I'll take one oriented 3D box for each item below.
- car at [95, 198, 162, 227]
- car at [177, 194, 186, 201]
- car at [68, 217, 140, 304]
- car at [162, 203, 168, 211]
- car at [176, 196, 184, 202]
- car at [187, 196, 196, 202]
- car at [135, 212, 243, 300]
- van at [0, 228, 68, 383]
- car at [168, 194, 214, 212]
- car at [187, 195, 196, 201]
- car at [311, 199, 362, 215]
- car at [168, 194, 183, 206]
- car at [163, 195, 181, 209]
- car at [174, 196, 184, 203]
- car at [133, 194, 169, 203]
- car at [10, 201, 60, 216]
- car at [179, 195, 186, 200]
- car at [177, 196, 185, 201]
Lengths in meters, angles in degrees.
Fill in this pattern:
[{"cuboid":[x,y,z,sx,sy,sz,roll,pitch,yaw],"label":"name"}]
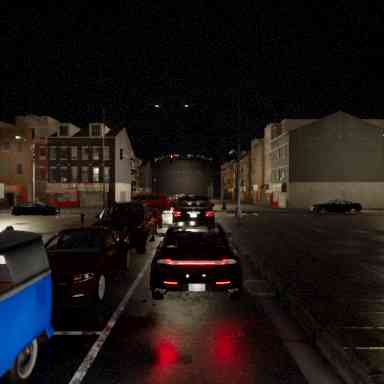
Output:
[{"cuboid":[-2.659,1.315,13.603,2.192,1.841,5.009,0,0,0],"label":"car"},{"cuboid":[-2.744,1.400,88.861,2.192,1.841,5.009,0,0,0],"label":"car"},{"cuboid":[-2.652,1.544,8.169,1.887,1.381,4.507,0,0,0],"label":"car"},{"cuboid":[-2.664,1.546,19.036,1.887,1.381,4.507,0,0,0],"label":"car"},{"cuboid":[-2.730,1.589,77.838,1.752,1.417,4.829,0,0,0],"label":"car"},{"cuboid":[-0.084,1.649,76.193,1.895,1.301,4.718,0,0,0],"label":"car"},{"cuboid":[0.089,1.491,8.364,2.128,1.511,4.902,0,0,0],"label":"car"},{"cuboid":[-2.647,1.341,2.735,1.690,1.788,3.998,0,0,0],"label":"van"},{"cuboid":[0.079,1.223,18.557,2.150,2.045,5.566,0,0,0],"label":"car"},{"cuboid":[-0.095,1.437,86.166,2.128,1.511,4.902,0,0,0],"label":"car"},{"cuboid":[14.635,1.511,33.820,4.902,1.511,2.128,0,0,0],"label":"car"},{"cuboid":[-2.707,1.345,56.300,2.192,1.841,5.009,0,0,0],"label":"car"},{"cuboid":[-2.695,1.333,45.446,2.192,1.841,5.009,0,0,0],"label":"car"},{"cuboid":[-2.724,1.605,72.580,2.008,1.369,4.403,0,0,0],"label":"car"},{"cuboid":[-5.005,1.222,33.842,5.566,2.045,2.150,0,0,0],"label":"car"},{"cuboid":[-14.487,1.571,30.891,4.181,1.385,1.994,0,0,0],"label":"car"},{"cuboid":[-2.749,1.536,94.288,1.967,1.590,4.097,0,0,0],"label":"car"},{"cuboid":[-2.736,1.640,83.434,1.947,1.339,4.313,0,0,0],"label":"car"}]
